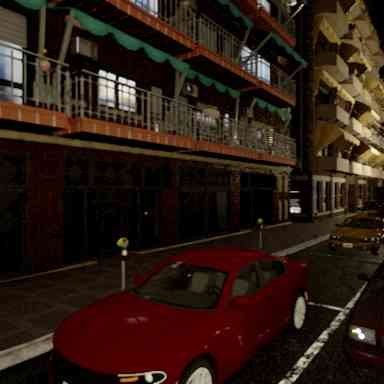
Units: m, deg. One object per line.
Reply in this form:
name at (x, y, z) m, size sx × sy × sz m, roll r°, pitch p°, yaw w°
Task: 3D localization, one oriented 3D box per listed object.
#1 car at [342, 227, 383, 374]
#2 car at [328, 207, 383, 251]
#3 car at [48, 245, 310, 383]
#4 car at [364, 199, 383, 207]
car at (4.041, 1.548, 5.446) m, size 2.033 × 1.411 × 5.357 m, roll 0°, pitch 0°, yaw 38°
car at (6.853, 1.526, 13.439) m, size 1.752 × 1.417 × 4.829 m, roll 0°, pitch 0°, yaw 37°
car at (0.265, 1.542, 4.775) m, size 1.887 × 1.381 × 4.507 m, roll 0°, pitch 0°, yaw 37°
car at (10.299, 1.318, 17.973) m, size 2.192 × 1.841 × 5.009 m, roll 0°, pitch 0°, yaw 37°
